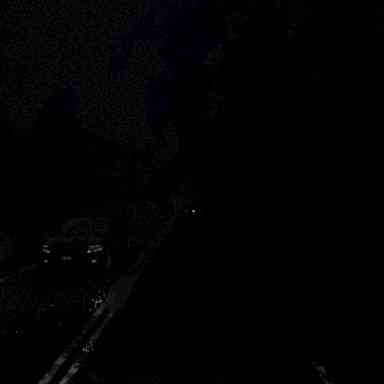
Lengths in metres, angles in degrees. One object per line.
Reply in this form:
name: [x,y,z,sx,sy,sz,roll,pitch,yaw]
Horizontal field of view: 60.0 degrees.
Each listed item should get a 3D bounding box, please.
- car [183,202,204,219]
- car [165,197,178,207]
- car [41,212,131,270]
car: [0.135,1.602,29.805,2.033,1.411,5.357,0,0,0]
car: [-3.251,1.566,52.881,1.882,1.535,5.008,0,0,0]
car: [-3.343,1.495,11.361,1.882,1.535,5.008,0,0,0]
